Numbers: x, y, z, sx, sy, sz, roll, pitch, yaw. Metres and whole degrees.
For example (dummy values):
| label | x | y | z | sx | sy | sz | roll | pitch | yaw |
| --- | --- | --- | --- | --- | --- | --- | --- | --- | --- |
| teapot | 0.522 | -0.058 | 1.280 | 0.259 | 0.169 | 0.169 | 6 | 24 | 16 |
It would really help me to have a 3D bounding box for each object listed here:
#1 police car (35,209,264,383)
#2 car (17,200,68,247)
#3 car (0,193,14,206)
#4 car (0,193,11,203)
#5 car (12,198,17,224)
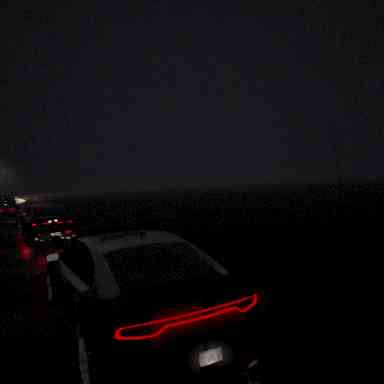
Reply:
| label | x | y | z | sx | sy | sz | roll | pitch | yaw |
| --- | --- | --- | --- | --- | --- | --- | --- | --- | --- |
| police car | -1.115 | 1.276 | 5.294 | 1.930 | 1.638 | 5.238 | -3 | 2 | -30 |
| car | -6.035 | 1.242 | 13.886 | 1.837 | 1.490 | 4.892 | -3 | 2 | -30 |
| car | -21.441 | 1.072 | 38.346 | 1.895 | 1.301 | 4.718 | -3 | 2 | -30 |
| car | -28.797 | 0.891 | 50.718 | 1.994 | 1.385 | 4.181 | -3 | 2 | -31 |
| car | -9.034 | 1.196 | 19.089 | 1.812 | 1.442 | 4.674 | -3 | 2 | -30 |
